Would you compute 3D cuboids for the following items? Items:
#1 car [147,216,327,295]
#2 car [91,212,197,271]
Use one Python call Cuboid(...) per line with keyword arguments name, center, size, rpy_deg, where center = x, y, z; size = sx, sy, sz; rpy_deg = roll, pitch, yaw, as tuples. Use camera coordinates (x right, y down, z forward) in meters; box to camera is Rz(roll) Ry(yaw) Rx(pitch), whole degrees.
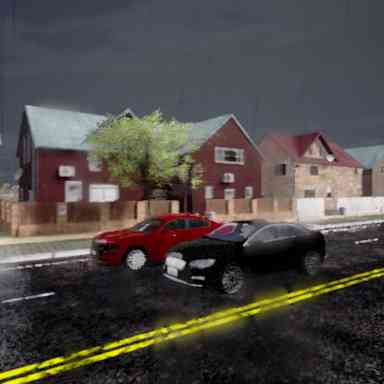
Cuboid(name="car", center=(1.564, 1.492, 8.793), size=(4.902, 1.511, 2.128), rpy_deg=(0, 0, -35))
Cuboid(name="car", center=(-0.807, 1.478, 11.094), size=(5.008, 1.535, 1.882), rpy_deg=(0, 0, -35))
